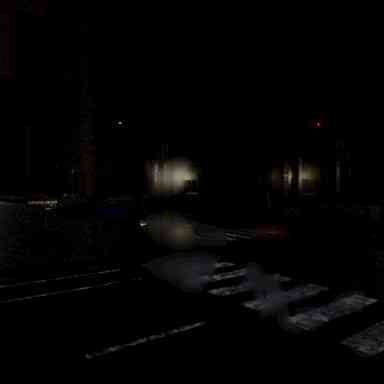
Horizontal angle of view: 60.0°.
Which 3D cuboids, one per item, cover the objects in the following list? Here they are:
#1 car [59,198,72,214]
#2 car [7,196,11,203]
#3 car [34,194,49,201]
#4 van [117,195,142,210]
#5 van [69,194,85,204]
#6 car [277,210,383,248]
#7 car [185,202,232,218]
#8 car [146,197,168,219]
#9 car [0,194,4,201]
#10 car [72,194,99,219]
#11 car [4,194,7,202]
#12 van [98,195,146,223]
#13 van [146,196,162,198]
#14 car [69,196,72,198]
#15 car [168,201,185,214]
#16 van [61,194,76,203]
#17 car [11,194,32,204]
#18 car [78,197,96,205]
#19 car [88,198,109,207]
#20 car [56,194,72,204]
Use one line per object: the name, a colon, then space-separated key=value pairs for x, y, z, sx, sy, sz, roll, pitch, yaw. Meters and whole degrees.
car: x=-11.877 y=1.548 z=34.007 sx=1.802 sy=1.307 sz=4.206 roll=0 pitch=0 yaw=-36
car: x=-35.006 y=1.403 z=66.325 sx=1.967 sy=1.590 sz=4.097 roll=0 pitch=0 yaw=-36
car: x=-37.987 y=1.305 z=85.140 sx=2.192 sy=1.841 sz=5.009 roll=0 pitch=0 yaw=-36
van: x=-8.249 y=1.330 z=43.587 sx=1.690 sy=1.788 sz=3.998 roll=0 pitch=0 yaw=-36
van: x=-21.466 y=1.329 z=62.055 sx=1.690 sy=1.788 sz=3.998 roll=0 pitch=0 yaw=-36
car: x=6.665 y=1.547 z=15.069 sx=5.357 sy=1.411 sz=2.033 roll=0 pitch=0 yaw=39
car: x=1.663 y=1.550 z=29.736 sx=2.008 sy=1.369 sz=4.403 roll=0 pitch=0 yaw=-36
car: x=-4.359 y=1.457 z=28.082 sx=1.882 sy=1.535 sz=5.008 roll=0 pitch=0 yaw=-35
car: x=-41.614 y=1.530 z=75.559 sx=1.947 sy=1.339 sz=4.313 roll=0 pitch=0 yaw=-36
car: x=-8.572 y=1.284 z=29.391 sx=2.192 sy=1.841 sz=5.009 roll=0 pitch=0 yaw=-36
car: x=-38.211 y=1.489 z=70.804 sx=1.752 sy=1.417 sz=4.829 roll=0 pitch=0 yaw=-36
van: x=-5.268 y=1.314 z=24.774 sx=1.690 sy=1.788 sz=3.998 roll=0 pitch=0 yaw=-36
van: x=-4.945 y=1.333 z=38.971 sx=1.690 sy=1.788 sz=3.998 roll=0 pitch=0 yaw=-36
car: x=-12.972 y=1.497 z=40.129 sx=1.812 sy=1.442 sz=4.674 roll=0 pitch=0 yaw=-35
car: x=-1.641 y=1.577 z=34.353 sx=1.802 sy=1.307 sz=4.206 roll=0 pitch=0 yaw=-36
van: x=-24.770 y=1.330 z=66.672 sx=1.690 sy=1.788 sz=3.998 roll=0 pitch=0 yaw=-36
car: x=-31.702 y=1.514 z=61.708 sx=2.008 sy=1.369 sz=4.403 roll=0 pitch=0 yaw=-36
car: x=-18.162 y=1.570 z=57.437 sx=1.802 sy=1.307 sz=4.206 roll=0 pitch=0 yaw=-36
car: x=-14.858 y=1.570 z=52.820 sx=1.802 sy=1.307 sz=4.206 roll=0 pitch=0 yaw=-36
car: x=-22.317 y=1.527 z=58.497 sx=2.033 sy=1.411 sz=5.357 roll=0 pitch=0 yaw=-36
